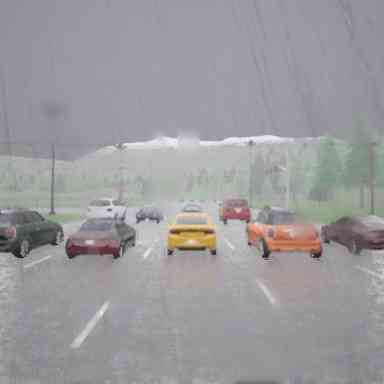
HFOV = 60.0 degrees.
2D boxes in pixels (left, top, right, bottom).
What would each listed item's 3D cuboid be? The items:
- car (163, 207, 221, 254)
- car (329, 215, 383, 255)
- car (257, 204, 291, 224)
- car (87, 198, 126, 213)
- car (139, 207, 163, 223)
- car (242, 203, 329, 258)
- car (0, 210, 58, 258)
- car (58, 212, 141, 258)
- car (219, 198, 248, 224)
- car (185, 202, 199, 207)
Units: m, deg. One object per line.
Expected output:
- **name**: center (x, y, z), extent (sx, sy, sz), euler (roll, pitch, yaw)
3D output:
- **car**: center (0.014, 1.635, 14.316), extent (1.882, 1.535, 5.008), euler (0, 0, 0)
- **car**: center (7.011, 1.679, 13.967), extent (1.812, 1.442, 4.674), euler (0, 0, 0)
- **car**: center (7.008, 1.843, 28.968), extent (1.812, 1.442, 4.674), euler (0, 0, 0)
- **car**: center (-7.006, 1.527, 27.640), extent (2.150, 2.045, 5.566), euler (0, 0, 0)
- **car**: center (-3.500, 1.911, 28.309), extent (1.895, 1.301, 4.718), euler (0, -1, 0)
- **car**: center (3.509, 1.500, 13.496), extent (2.097, 1.767, 4.553), euler (0, -1, 0)
- **car**: center (-6.991, 1.500, 13.489), extent (2.097, 1.767, 4.553), euler (0, -1, 0)
- **car**: center (-3.493, 1.713, 13.452), extent (1.994, 1.385, 4.181), euler (0, -1, 0)
- **car**: center (3.494, 1.528, 27.661), extent (2.150, 2.045, 5.566), euler (0, 0, 0)
- **car**: center (0.010, 1.843, 28.967), extent (1.812, 1.442, 4.674), euler (0, 0, 1)
